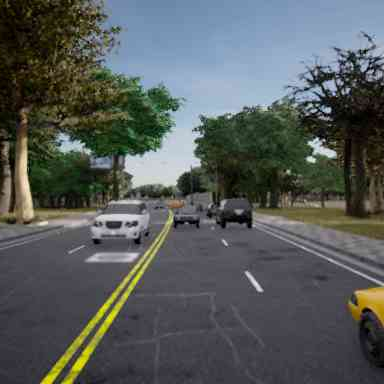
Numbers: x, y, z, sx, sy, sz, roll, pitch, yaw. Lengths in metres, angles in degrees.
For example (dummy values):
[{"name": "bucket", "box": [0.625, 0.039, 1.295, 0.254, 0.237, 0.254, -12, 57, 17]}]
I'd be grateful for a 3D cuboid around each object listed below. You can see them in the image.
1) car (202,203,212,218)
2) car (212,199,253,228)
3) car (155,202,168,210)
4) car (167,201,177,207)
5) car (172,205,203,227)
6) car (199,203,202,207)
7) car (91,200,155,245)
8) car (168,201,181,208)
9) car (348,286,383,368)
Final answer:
[{"name": "car", "box": [2.609, 1.917, 35.908, 2.033, 1.649, 4.856, 0, -1, -3]}, {"name": "car", "box": [3.057, 1.541, 24.833, 2.150, 2.045, 5.566, 0, -1, -2]}, {"name": "car", "box": [-5.681, 2.438, 58.362, 2.033, 1.411, 5.357, 0, -1, -5]}, {"name": "car", "box": [-4.790, 2.851, 78.106, 1.895, 1.301, 4.718, 0, -1, -9]}, {"name": "car", "box": [-0.408, 1.935, 25.685, 1.895, 1.301, 4.718, 0, -1, -1]}, {"name": "car", "box": [1.831, 2.216, 46.995, 2.033, 1.411, 5.357, 0, -1, -7]}, {"name": "car", "box": [-3.405, 1.438, 17.003, 2.150, 2.045, 5.566, 0, -1, -1]}, {"name": "car", "box": [-3.183, 2.514, 66.232, 1.882, 1.535, 5.008, 0, -1, -6]}, {"name": "car", "box": [3.250, 1.492, 2.849, 1.801, 1.575, 5.366, 0, -1, 0]}]
